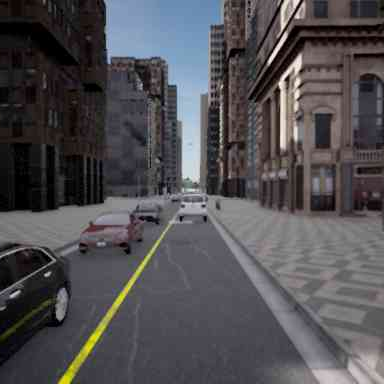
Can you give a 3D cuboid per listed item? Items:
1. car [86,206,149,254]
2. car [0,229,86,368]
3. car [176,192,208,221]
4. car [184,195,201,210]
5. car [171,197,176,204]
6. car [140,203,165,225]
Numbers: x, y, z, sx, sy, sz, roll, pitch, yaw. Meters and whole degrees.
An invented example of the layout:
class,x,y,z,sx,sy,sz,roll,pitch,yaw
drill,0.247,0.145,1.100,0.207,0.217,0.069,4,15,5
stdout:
class,x,y,z,sx,sy,sz,roll,pitch,yaw
car,-3.091,1.514,13.614,1.812,1.442,4.674,0,0,0
car,-3.097,1.501,4.242,1.837,1.490,4.892,0,0,0
car,0.099,1.200,27.098,2.150,2.045,5.566,0,0,0
car,0.062,1.317,43.377,2.097,1.767,4.553,0,0,0
car,-3.012,1.552,63.776,1.895,1.301,4.718,0,0,0
car,-3.056,1.527,24.292,2.033,1.411,5.357,0,0,1
